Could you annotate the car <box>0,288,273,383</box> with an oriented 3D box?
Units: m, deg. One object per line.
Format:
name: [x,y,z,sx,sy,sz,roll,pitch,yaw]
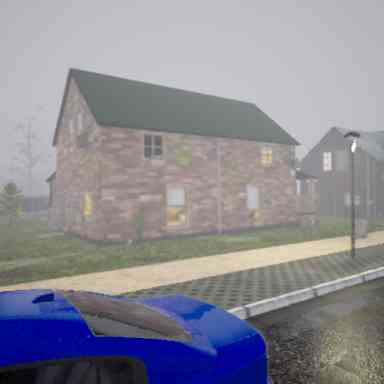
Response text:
car: [-1.701,1.479,1.858,5.008,1.535,1.882,0,0,-35]
